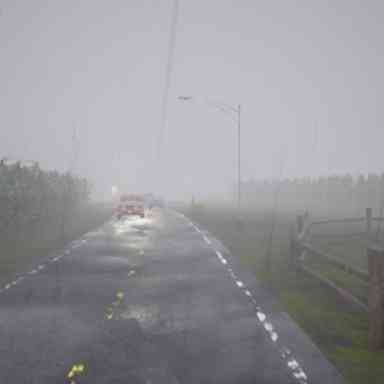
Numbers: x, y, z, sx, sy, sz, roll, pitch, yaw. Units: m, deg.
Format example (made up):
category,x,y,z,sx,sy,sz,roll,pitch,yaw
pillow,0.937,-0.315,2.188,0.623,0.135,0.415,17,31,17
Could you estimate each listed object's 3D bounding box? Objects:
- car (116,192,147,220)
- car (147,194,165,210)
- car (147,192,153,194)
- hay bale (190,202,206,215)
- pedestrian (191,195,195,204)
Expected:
category,x,y,z,sx,sy,sz,roll,pitch,yaw
car,-5.068,1.130,27.839,2.150,2.045,5.566,0,0,-9
car,-4.537,1.380,41.200,1.837,1.490,4.892,0,0,-12
car,-7.105,1.084,51.941,2.150,2.045,5.566,0,0,-15
hay bale,0.542,1.551,31.062,1.220,1.180,1.240,0,0,-9
pedestrian,0.089,1.180,31.980,0.375,1.860,0.375,0,0,-14
